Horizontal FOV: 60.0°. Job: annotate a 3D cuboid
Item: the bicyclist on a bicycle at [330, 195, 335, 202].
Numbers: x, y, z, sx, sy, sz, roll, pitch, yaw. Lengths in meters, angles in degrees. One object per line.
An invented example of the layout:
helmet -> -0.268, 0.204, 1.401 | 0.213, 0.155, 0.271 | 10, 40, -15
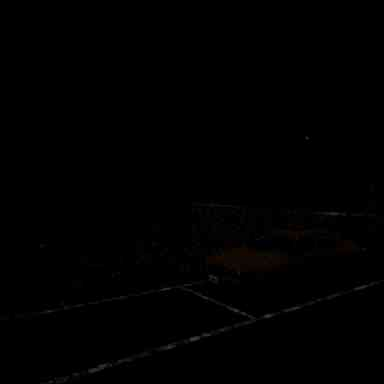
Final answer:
bicyclist on a bicycle -> 16.404, 1.156, 38.940 | 1.656, 1.620, 0.582 | 0, 0, -34

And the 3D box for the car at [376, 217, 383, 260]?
car -> 7.196, 1.546, 11.688 | 4.507, 1.381, 1.887 | 0, 1, -35

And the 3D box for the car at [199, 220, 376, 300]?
car -> 2.432, 1.526, 8.389 | 4.829, 1.417, 1.752 | 0, 1, -35

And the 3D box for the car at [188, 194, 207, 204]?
car -> 0.439, 1.108, 51.271 | 2.128, 1.511, 4.902 | 1, 0, -34

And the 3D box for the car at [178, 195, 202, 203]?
car -> -0.376, 1.194, 58.003 | 1.895, 1.301, 4.718 | 1, 0, -34

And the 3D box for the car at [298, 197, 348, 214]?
car -> 12.895, 1.296, 33.022 | 1.882, 1.535, 5.008 | 1, 0, -34
